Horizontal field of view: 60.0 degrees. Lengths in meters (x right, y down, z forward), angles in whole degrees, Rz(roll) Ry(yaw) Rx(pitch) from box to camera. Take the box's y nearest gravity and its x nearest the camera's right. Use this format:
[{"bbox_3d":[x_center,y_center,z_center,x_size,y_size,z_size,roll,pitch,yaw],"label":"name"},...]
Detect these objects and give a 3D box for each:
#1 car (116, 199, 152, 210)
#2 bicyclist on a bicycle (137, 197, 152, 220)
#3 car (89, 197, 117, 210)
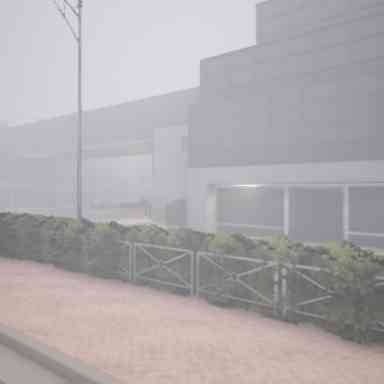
[{"bbox_3d":[-6.401,1.456,40.273,1.895,1.301,4.718,0,0,36],"label":"car"},{"bbox_3d":[-3.508,1.217,24.587,1.656,1.620,0.582,0,0,36],"label":"bicyclist on a bicycle"},{"bbox_3d":[-10.394,1.363,40.685,1.812,1.442,4.674,0,0,35],"label":"car"}]
